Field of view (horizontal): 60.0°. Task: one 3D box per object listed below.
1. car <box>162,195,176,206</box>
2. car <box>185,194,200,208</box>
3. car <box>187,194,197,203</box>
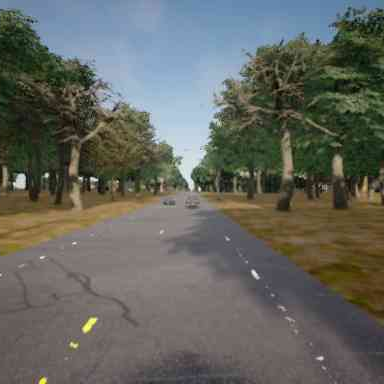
[{"bbox_3d":[-3.578,1.324,51.613,1.837,1.490,4.892,0,1,0],"label":"car"},{"bbox_3d":[0.085,1.382,45.793,2.128,1.511,4.902,0,1,0],"label":"car"},{"bbox_3d":[0.081,1.165,63.644,1.837,1.490,4.892,0,1,0],"label":"car"}]
